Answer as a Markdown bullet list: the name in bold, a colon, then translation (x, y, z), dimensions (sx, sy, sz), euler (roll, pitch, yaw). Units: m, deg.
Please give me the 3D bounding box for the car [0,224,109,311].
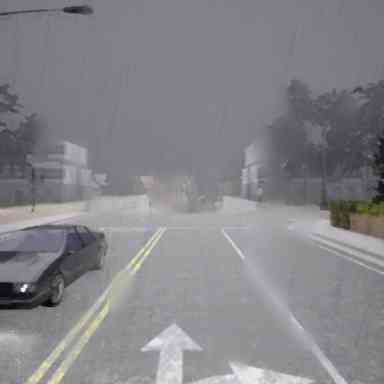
- **car**: translation (-3.518, 1.533, 8.202), dimensions (2.033, 1.411, 5.357), euler (0, 0, 0)
